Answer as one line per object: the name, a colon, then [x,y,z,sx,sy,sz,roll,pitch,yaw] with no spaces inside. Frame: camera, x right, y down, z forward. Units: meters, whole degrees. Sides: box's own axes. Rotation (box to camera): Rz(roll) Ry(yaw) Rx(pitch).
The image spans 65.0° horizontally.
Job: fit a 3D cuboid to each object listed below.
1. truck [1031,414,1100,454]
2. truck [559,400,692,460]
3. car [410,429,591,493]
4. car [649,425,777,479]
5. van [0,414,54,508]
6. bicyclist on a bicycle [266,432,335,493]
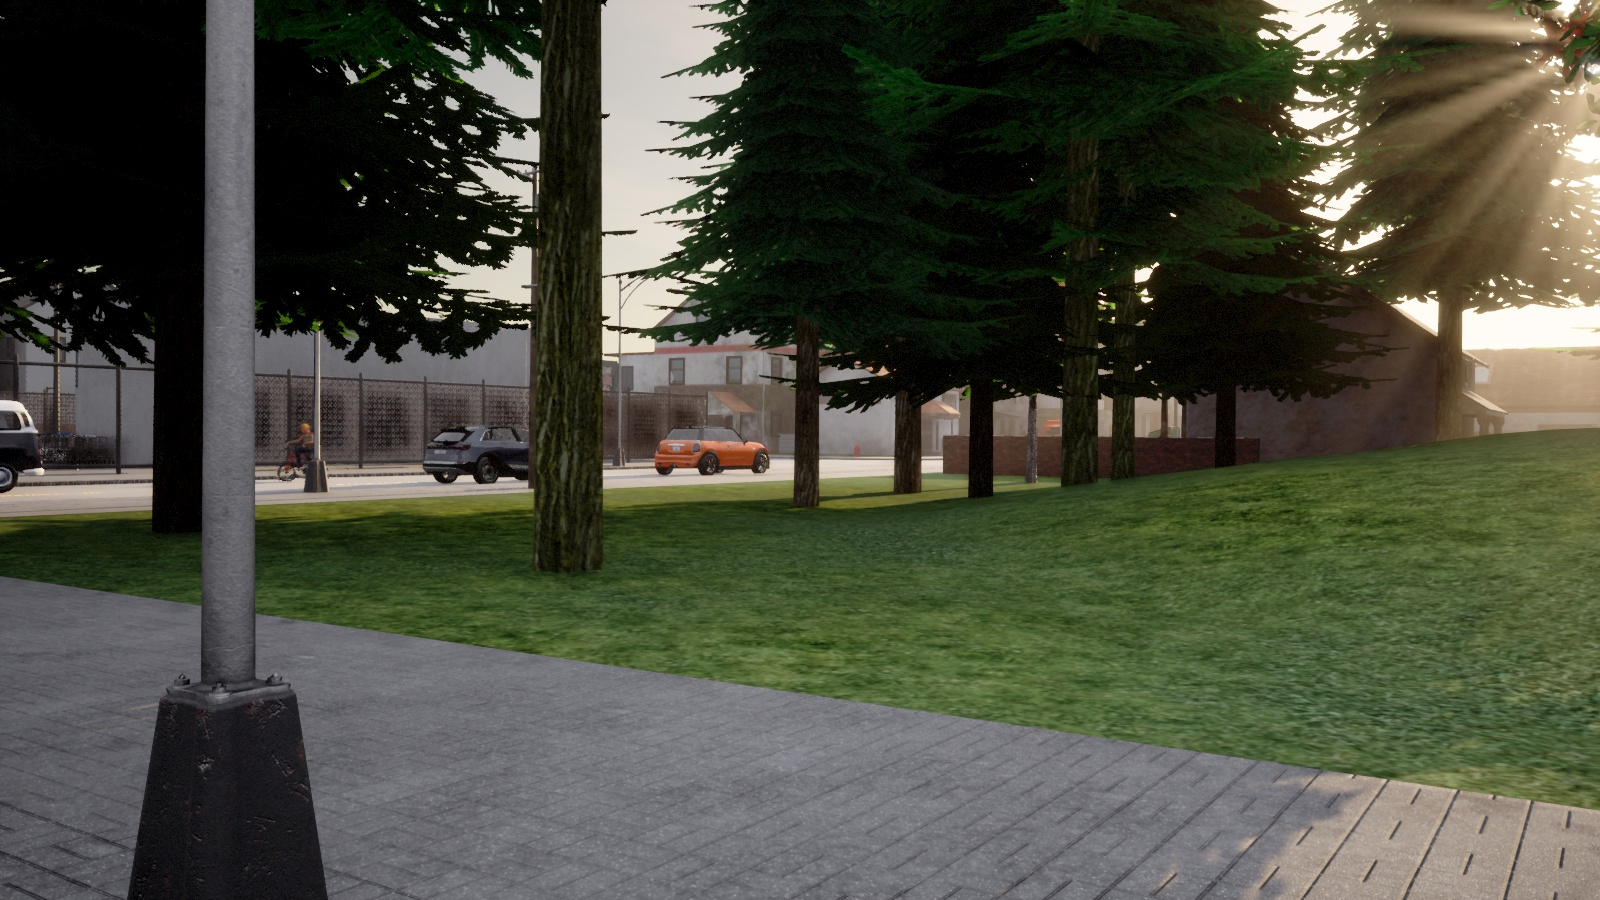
truck: [17.161,-1.016,80.939,2.627,2.467,5.204,0,1,33]
truck: [-10.506,-1.185,75.397,7.936,3.462,2.891,0,1,33]
car: [-8.315,0.255,35.293,2.033,1.649,4.856,0,1,34]
car: [-2.931,0.024,43.387,2.097,1.767,4.553,0,1,33]
van: [-18.786,0.259,26.754,2.069,2.038,4.480,0,1,33]
bicyclist on a bicycle: [-13.686,0.321,34.450,0.866,1.612,1.509,0,1,33]
